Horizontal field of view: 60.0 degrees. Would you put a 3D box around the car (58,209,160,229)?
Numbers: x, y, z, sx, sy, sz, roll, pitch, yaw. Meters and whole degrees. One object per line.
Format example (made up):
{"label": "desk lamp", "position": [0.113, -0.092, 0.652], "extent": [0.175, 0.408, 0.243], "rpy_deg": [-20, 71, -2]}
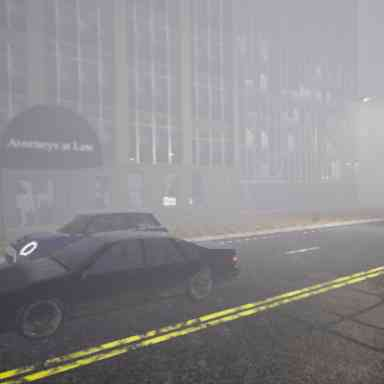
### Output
{"label": "car", "position": [-2.820, 1.339, 9.658], "extent": [4.553, 1.767, 2.097], "rpy_deg": [0, 0, -35]}

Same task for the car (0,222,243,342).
{"label": "car", "position": [-1.416, 1.537, 6.660], "extent": [5.357, 1.411, 2.033], "rpy_deg": [0, 0, -36]}
